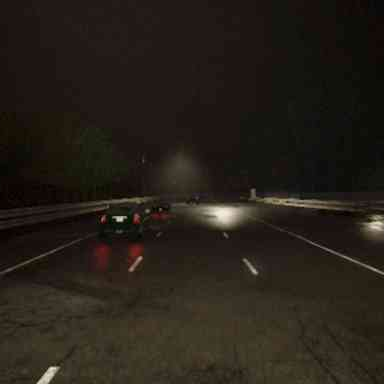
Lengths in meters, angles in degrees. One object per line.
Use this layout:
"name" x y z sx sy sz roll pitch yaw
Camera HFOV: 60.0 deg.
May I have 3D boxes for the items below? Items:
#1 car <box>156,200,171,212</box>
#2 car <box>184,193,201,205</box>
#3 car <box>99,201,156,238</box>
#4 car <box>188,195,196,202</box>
"car" -3.402 1.617 38.083 1.895 1.301 4.718 0 0 0
"car" 0.098 1.322 63.544 2.150 2.045 5.566 0 0 0
"car" -3.400 1.338 17.780 2.097 1.767 4.553 0 0 0
"car" 0.000 1.530 84.726 2.097 1.767 4.553 0 0 0
